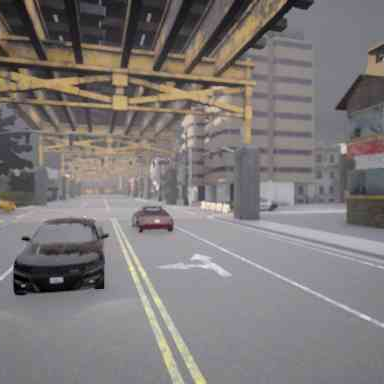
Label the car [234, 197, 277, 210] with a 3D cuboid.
[{"bbox_3d":[6.849,1.179,35.593,4.536,1.218,1.853,0,0,-35],"label":"car"}]

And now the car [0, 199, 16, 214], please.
[{"bbox_3d":[-20.022,1.333,32.438,5.008,1.535,1.882,0,0,-13],"label":"car"}]

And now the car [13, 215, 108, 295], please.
[{"bbox_3d":[-3.327,1.451,9.005,1.882,1.535,5.008,0,1,-15],"label":"car"}]

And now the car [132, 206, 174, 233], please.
[{"bbox_3d":[-2.387,1.497,19.552,1.994,1.385,4.181,0,0,-16],"label":"car"}]

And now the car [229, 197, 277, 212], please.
[{"bbox_3d":[6.807,1.336,35.563,4.974,1.542,2.038,0,0,-35],"label":"car"}]

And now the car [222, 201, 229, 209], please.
[{"bbox_3d":[6.016,1.319,39.659,4.974,1.542,2.038,0,0,10],"label":"car"}]
